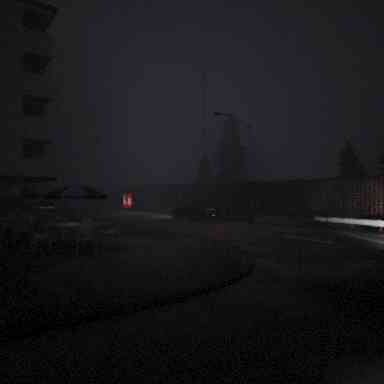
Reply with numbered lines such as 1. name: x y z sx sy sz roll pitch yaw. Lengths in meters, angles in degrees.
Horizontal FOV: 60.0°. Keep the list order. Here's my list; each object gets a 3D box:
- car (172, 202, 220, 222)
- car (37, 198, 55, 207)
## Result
1. car: 0.234 1.510 26.739 2.128 1.511 4.902 0 0 -35
2. car: -23.095 1.561 52.381 2.033 1.411 5.357 0 0 -35
